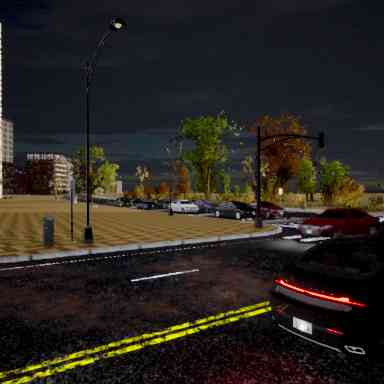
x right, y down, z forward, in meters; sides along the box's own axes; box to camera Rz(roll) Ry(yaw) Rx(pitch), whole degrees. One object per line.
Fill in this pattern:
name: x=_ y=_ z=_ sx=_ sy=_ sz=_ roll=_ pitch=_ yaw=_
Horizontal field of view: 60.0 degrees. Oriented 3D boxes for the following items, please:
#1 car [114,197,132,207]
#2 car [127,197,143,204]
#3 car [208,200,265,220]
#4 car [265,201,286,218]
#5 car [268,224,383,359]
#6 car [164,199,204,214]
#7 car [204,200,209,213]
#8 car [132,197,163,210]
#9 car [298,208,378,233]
car: x=-11.238 y=1.627 z=54.202 sx=1.837 sy=1.490 sz=4.892 roll=0 pitch=0 yaw=-29
car: x=-11.849 y=1.681 z=68.807 sx=1.994 sy=1.385 sz=4.181 roll=0 pitch=0 yaw=-29
car: x=3.795 y=1.564 z=29.216 sx=1.837 sy=1.490 sz=4.892 roll=0 pitch=0 yaw=-32
car: x=6.597 y=1.573 z=30.849 sx=1.812 sy=1.442 sz=4.674 roll=0 pitch=0 yaw=-30
car: x=3.452 y=1.504 z=5.733 sx=4.892 sy=1.490 sz=1.837 roll=0 pitch=0 yaw=-34
car: x=-1.007 y=1.607 z=37.004 sx=1.812 sy=1.442 sz=4.674 roll=0 pitch=0 yaw=-31
car: x=1.511 y=1.618 z=39.111 sx=2.033 sy=1.411 sz=5.357 roll=0 pitch=0 yaw=-32
car: x=-6.189 y=1.667 z=45.535 sx=1.994 sy=1.385 sz=4.181 roll=0 pitch=0 yaw=-31
car: x=7.243 y=1.524 z=16.250 sx=4.674 sy=1.442 sz=1.812 roll=0 pitch=0 yaw=-33
